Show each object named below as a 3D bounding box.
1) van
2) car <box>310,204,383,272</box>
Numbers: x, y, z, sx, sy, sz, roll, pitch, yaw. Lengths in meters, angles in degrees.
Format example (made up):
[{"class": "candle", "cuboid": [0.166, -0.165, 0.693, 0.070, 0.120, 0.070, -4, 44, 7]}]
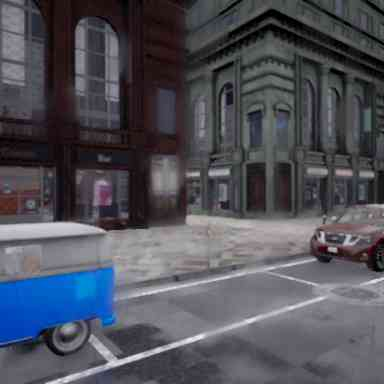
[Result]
[{"class": "van", "cuboid": [-3.037, 1.360, 4.472, 3.998, 1.788, 1.690, 0, 0, -36]}, {"class": "car", "cuboid": [6.094, 1.348, 11.081, 5.009, 1.841, 2.192, 0, 0, -36]}]
